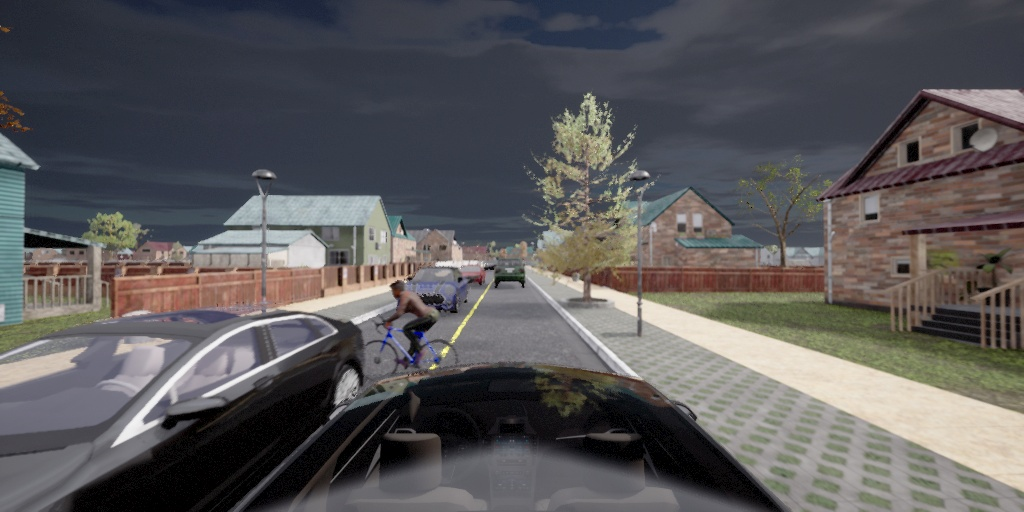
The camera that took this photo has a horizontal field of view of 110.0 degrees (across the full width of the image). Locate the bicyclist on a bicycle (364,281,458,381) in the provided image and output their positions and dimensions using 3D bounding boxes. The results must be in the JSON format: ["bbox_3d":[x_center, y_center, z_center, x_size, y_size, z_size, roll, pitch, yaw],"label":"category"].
[{"bbox_3d":[-1.692,1.230,5.813,1.656,1.620,0.582,0,0,-1],"label":"bicyclist on a bicycle"}]

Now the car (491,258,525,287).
[{"bbox_3d":[-0.174,1.162,26.650,2.150,2.045,5.566,0,0,-1],"label":"car"}]

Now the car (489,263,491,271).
[{"bbox_3d":[-3.447,1.803,55.642,1.895,1.301,4.718,0,-1,0],"label":"car"}]

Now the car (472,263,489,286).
[{"bbox_3d":[-3.102,1.429,27.822,1.882,1.535,5.008,0,0,0],"label":"car"}]

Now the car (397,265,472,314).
[{"bbox_3d":[-2.976,1.195,14.278,2.097,1.767,4.553,0,0,-1],"label":"car"}]

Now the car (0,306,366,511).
[{"bbox_3d":[-2.849,1.251,2.886,2.128,1.511,4.902,0,-1,-1],"label":"car"}]
